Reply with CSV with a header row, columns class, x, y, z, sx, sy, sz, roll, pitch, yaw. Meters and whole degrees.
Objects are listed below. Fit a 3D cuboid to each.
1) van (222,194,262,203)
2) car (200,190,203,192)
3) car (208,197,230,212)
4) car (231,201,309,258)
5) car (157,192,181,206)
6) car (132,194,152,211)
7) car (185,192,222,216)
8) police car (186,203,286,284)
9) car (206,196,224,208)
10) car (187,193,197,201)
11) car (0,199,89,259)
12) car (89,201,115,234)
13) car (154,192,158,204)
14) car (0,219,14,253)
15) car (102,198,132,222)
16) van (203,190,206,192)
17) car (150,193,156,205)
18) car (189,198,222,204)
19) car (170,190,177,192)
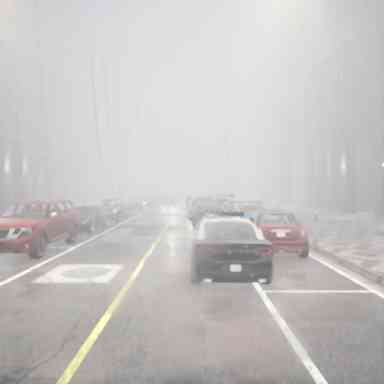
class,x,y,z,sx,sy,sz,roll,pitch,yaw
van,2.765,1.175,17.893,1.690,1.788,3.998,0,1,0
car,2.762,0.916,68.624,1.887,1.381,4.507,0,1,0
car,2.764,1.245,34.805,1.947,1.339,4.313,0,1,0
car,2.765,1.326,12.258,1.967,1.590,4.097,0,1,0
car,-3.035,1.084,44.362,2.128,1.511,4.902,0,0,1
car,-5.761,1.230,34.794,2.008,1.369,4.403,0,1,0
car,0.649,1.119,25.207,2.097,1.767,4.553,0,1,-5
police car,0.900,1.337,9.438,1.930,1.638,5.238,0,1,0
car,2.764,1.194,40.441,1.947,1.339,4.313,0,1,0
car,-0.002,0.968,64.952,1.994,1.385,4.181,0,1,0
car,-5.760,1.201,12.247,2.192,1.841,5.009,0,1,0
car,-5.761,1.400,17.886,1.947,1.339,4.313,0,1,0
car,-5.761,1.016,46.065,1.967,1.590,4.097,0,1,0
car,-5.760,1.482,6.613,1.887,1.381,4.507,0,1,0
car,-5.760,1.223,23.521,1.967,1.590,4.097,0,1,0
van,2.764,0.917,46.076,1.690,1.788,3.998,0,1,0
car,-5.761,1.155,40.259,1.752,1.417,4.829,0,1,0
car,0.899,1.326,19.329,1.837,1.490,4.892,0,1,0
car,-5.763,0.538,85.516,2.192,1.841,5.009,0,0,0
